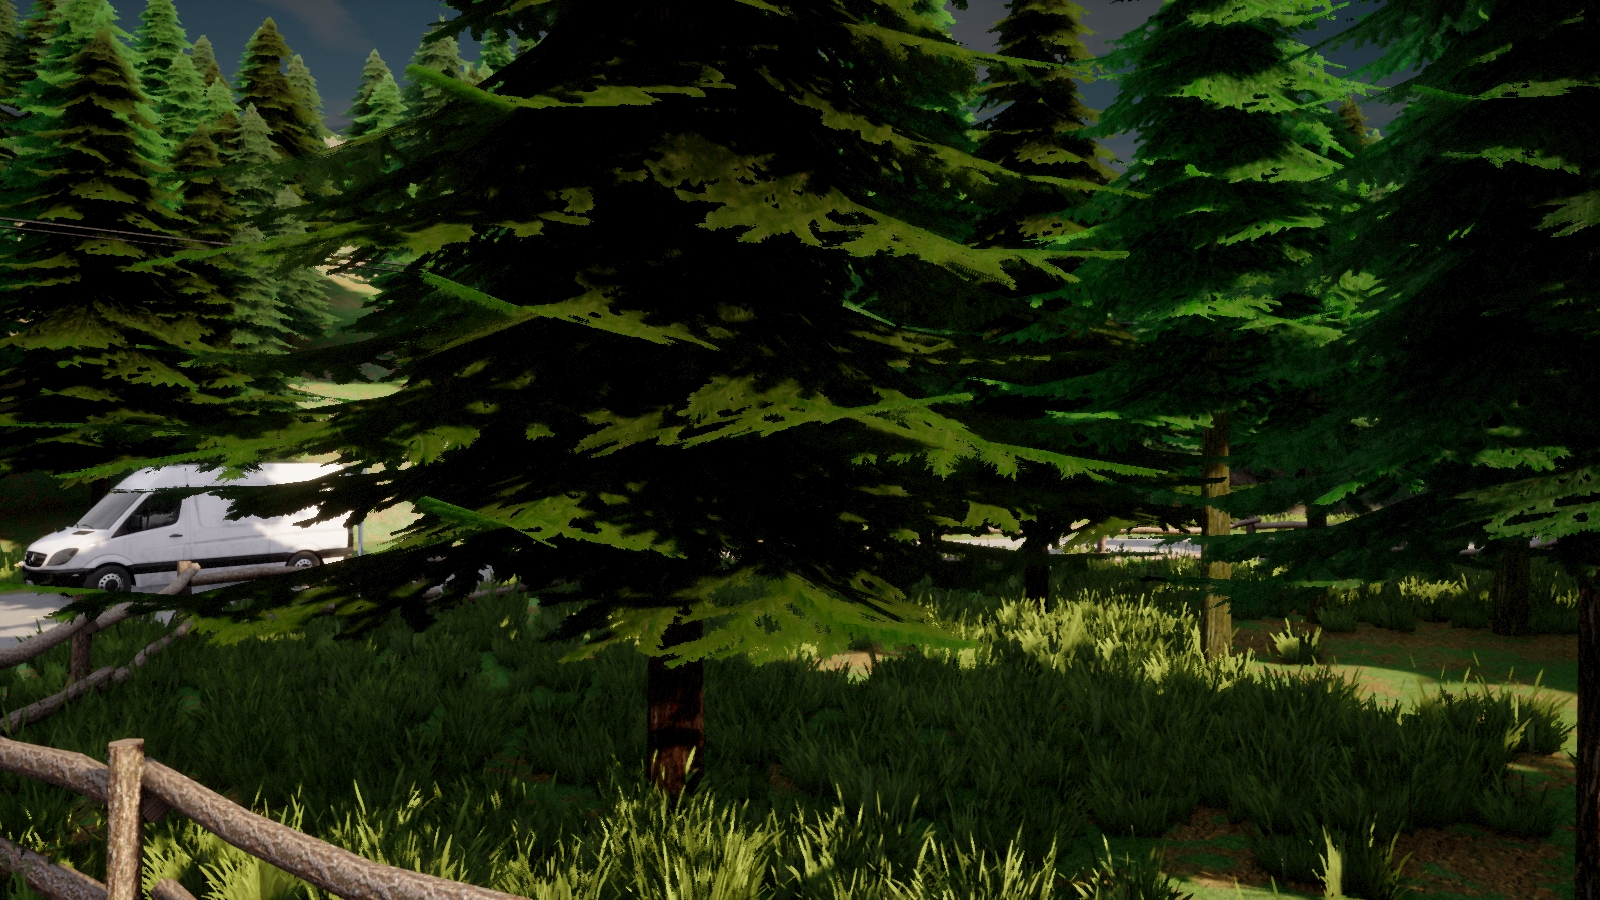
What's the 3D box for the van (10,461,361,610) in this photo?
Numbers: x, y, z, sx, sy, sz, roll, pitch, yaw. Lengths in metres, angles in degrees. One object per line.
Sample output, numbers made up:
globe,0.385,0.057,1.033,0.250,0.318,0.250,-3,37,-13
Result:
van,-12.132,1.534,23.024,1.988,2.561,5.915,0,0,39
